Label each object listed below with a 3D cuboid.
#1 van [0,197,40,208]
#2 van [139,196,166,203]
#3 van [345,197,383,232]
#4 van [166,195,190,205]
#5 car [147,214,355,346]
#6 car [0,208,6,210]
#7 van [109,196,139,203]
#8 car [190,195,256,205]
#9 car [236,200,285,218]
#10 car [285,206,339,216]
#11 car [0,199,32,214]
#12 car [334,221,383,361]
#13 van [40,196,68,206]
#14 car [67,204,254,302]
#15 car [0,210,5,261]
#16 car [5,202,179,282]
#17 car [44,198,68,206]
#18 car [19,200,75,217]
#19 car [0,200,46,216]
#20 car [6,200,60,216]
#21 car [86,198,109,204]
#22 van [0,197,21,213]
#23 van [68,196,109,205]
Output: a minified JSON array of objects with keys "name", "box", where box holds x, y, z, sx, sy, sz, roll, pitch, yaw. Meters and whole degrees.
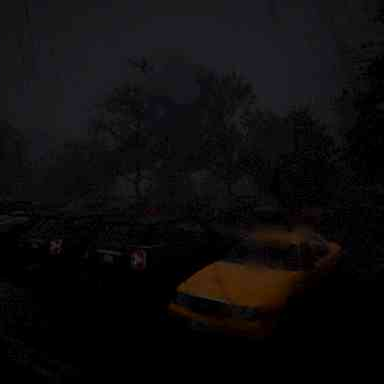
[{"name":"van","box":[-9.548,1.274,14.914,1.878,1.987,4.442,0,0,36]},{"name":"van","box":[-1.678,1.273,25.652,1.878,1.987,4.442,0,0,36]},{"name":"van","box":[9.481,1.274,17.659,1.878,1.987,4.442,0,0,36]},{"name":"van","box":[0.473,1.273,24.112,1.878,1.987,4.442,0,0,36]},{"name":"car","box":[1.697,1.499,6.774,1.946,1.575,5.366,0,0,36]},{"name":"car","box":[-7.221,1.540,13.394,2.002,1.452,4.674,0,0,36]},{"name":"van","box":[-4.173,1.272,27.153,1.878,1.987,4.442,-1,0,36]},{"name":"car","box":[2.641,1.248,22.381,2.435,2.045,5.566,0,0,36]},{"name":"car","box":[5.007,1.499,20.713,2.097,1.535,5.008,0,0,36]},{"name":"car","box":[7.262,1.540,19.102,2.002,1.452,4.674,0,0,36]},{"name":"car","box":[-22.015,1.708,40.039,2.185,1.767,4.553,-1,-1,36]},{"name":"car","box":[4.058,1.503,5.303,2.231,1.521,4.892,0,0,36]},{"name":"van","box":[-12.923,1.431,33.708,1.878,1.987,4.442,-1,-1,36]},{"name":"car","box":[-0.471,1.376,8.516,2.185,1.767,4.553,0,0,36]},{"name":"car","box":[-4.969,1.501,11.771,2.097,1.535,5.008,0,0,36]},{"name":"car","box":[-2.727,1.375,10.133,2.185,1.767,4.553,0,0,36]},{"name":"car","box":[-10.843,1.610,31.847,1.946,1.575,5.366,-1,-1,36]},{"name":"car","box":[-15.243,1.702,35.219,2.231,1.521,4.892,-1,-1,36]},{"name":"car","box":[-19.848,1.791,38.519,2.097,1.535,5.008,-1,-1,36]},{"name":"car","box":[-17.494,1.745,36.833,2.097,1.535,5.008,-1,-1,36]},{"name":"car","box":[-6.230,1.524,28.777,2.097,1.535,5.008,-1,-1,36]},{"name":"van","box":[-24.182,1.652,41.774,1.878,1.987,4.442,-1,-1,36]},{"name":"van","box":[-8.556,1.343,30.293,1.878,1.987,4.442,-1,-1,36]}]
